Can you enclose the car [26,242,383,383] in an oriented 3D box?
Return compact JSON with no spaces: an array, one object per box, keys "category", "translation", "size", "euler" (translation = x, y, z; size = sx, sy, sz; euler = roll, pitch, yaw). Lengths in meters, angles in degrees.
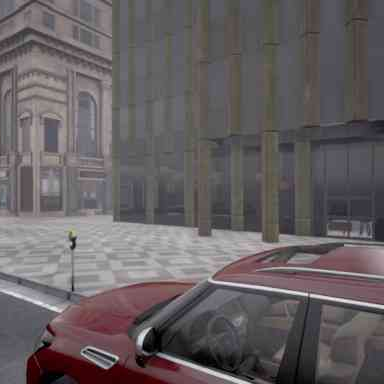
[{"category":"car","translation":[0.928,1.315,2.311],"size":[5.009,1.841,2.192],"euler":[0,0,36]}]
